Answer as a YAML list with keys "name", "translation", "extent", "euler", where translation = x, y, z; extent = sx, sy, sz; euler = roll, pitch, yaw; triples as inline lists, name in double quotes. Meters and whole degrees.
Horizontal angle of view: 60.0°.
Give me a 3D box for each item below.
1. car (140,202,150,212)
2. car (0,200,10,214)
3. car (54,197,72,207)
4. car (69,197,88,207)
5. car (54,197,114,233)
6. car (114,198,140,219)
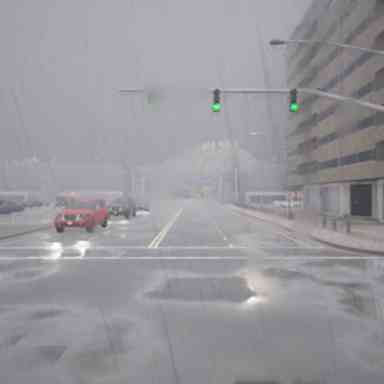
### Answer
- name: "car"
  translation: [-7.063, 2.071, 47.130]
  extent: [1.994, 1.385, 4.181]
  euler: [0, 0, 0]
- name: "car"
  translation: [-26.702, 1.868, 44.454]
  extent: [1.970, 1.475, 3.806]
  euler: [0, -1, 0]
- name: "car"
  translation: [-23.931, 1.808, 61.912]
  extent: [1.905, 1.878, 3.866]
  euler: [0, -1, 0]
- name: "car"
  translation: [-21.037, 1.805, 61.847]
  extent: [1.932, 1.855, 4.605]
  euler: [0, -1, 0]
- name: "car"
  translation: [-7.096, 1.475, 22.060]
  extent: [2.150, 2.045, 5.566]
  euler: [0, -1, 0]
- name: "car"
  translation: [-7.085, 1.593, 33.796]
  extent: [2.150, 2.045, 5.566]
  euler: [0, 0, 1]
